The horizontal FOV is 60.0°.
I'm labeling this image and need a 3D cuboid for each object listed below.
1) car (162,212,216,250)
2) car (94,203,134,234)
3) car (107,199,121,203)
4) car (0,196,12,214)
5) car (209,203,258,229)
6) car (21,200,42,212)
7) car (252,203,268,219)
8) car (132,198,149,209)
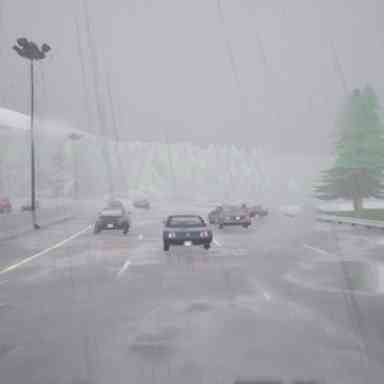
[{"bbox_3d":[-0.357,1.631,14.584,1.895,1.301,4.718,-1,0,-5],"label":"car"},{"bbox_3d":[-4.655,1.612,19.851,1.812,1.442,4.674,0,0,-8],"label":"car"},{"bbox_3d":[-11.856,1.784,50.383,1.994,1.385,4.181,0,0,-20],"label":"car"},{"bbox_3d":[-23.583,1.550,40.424,2.150,2.045,5.566,-1,0,-17],"label":"car"},{"bbox_3d":[2.287,1.562,21.717,2.033,1.411,5.357,-1,0,-8],"label":"car"},{"bbox_3d":[-20.770,1.781,43.091,1.882,1.535,5.008,-1,0,-17],"label":"car"},{"bbox_3d":[4.792,1.601,28.682,1.895,1.301,4.718,-1,0,-10],"label":"car"},{"bbox_3d":[-7.505,1.661,48.471,2.128,1.511,4.902,0,0,-19],"label":"car"}]
